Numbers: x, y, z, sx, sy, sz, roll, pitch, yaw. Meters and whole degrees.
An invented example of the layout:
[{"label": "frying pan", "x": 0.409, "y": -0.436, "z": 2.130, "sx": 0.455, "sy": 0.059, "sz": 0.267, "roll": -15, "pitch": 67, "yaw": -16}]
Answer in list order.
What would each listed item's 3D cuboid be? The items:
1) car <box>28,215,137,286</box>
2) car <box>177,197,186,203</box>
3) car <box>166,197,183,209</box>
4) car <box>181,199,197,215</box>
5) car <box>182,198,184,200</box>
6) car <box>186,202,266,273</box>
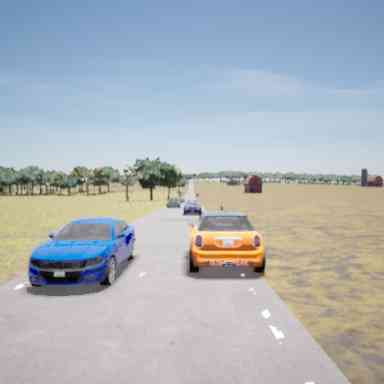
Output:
[{"label": "car", "x": -2.849, "y": 1.499, "z": 9.647, "sx": 1.882, "sy": 1.535, "sz": 5.008, "roll": 0, "pitch": 0, "yaw": 0}, {"label": "car", "x": -2.746, "y": 2.112, "z": 86.018, "sx": 2.033, "sy": 1.411, "sz": 5.357, "roll": 0, "pitch": -1, "yaw": 0}, {"label": "car", "x": -2.832, "y": 1.609, "z": 51.413, "sx": 2.097, "sy": 1.767, "sz": 4.553, "roll": 0, "pitch": 0, "yaw": 0}, {"label": "car", "x": 0.058, "y": 1.741, "z": 36.031, "sx": 1.895, "sy": 1.301, "sz": 4.718, "roll": 0, "pitch": 0, "yaw": 0}, {"label": "car", "x": 0.011, "y": 1.780, "z": 48.179, "sx": 2.033, "sy": 1.411, "sz": 5.357, "roll": 0, "pitch": 0, "yaw": 0}, {"label": "car", "x": 0.963, "y": 1.376, "z": 10.946, "sx": 2.097, "sy": 1.767, "sz": 4.553, "roll": 0, "pitch": 0, "yaw": 0}]
